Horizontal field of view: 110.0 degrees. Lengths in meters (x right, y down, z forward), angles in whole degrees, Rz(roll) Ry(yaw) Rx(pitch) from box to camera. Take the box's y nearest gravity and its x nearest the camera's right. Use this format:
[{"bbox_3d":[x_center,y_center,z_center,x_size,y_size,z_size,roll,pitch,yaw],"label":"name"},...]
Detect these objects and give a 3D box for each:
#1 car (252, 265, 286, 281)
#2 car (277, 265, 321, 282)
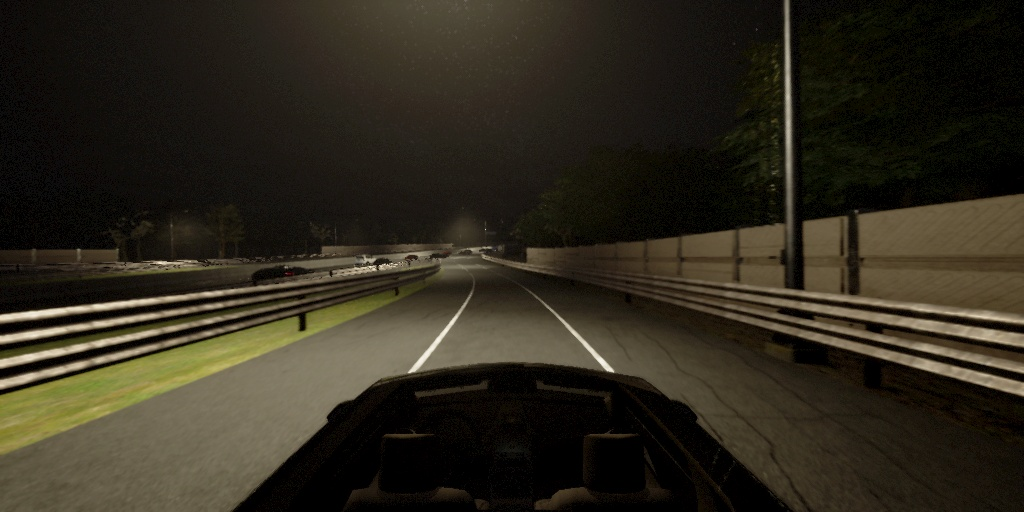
[{"bbox_3d":[-29.248,2.217,43.875,1.837,1.490,4.892,0,3,9],"label":"car"},{"bbox_3d":[-25.657,2.195,44.159,2.128,1.511,4.902,0,3,9],"label":"car"}]
